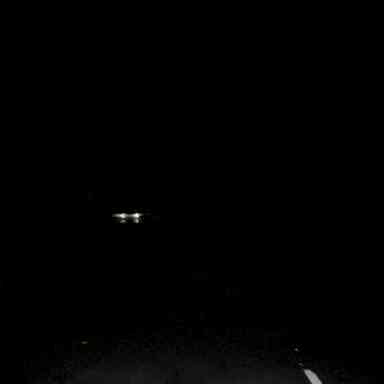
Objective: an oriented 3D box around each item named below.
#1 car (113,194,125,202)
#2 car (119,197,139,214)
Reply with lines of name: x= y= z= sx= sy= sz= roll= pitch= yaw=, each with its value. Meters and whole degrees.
car: x=-18.705 y=1.435 z=85.758 sx=2.150 sy=2.045 sz=5.566 roll=-2 pitch=1 yaw=-26
car: x=-7.289 y=1.692 z=38.951 sx=1.882 sy=1.535 sz=5.008 roll=-1 pitch=-1 yaw=-12
